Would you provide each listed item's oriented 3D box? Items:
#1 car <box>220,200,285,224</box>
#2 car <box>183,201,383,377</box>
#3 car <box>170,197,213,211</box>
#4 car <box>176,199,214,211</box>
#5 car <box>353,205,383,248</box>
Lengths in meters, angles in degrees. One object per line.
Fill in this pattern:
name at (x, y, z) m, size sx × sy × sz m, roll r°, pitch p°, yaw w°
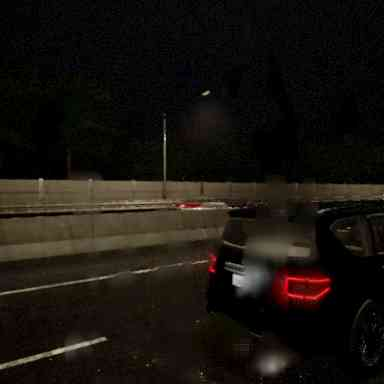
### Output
car at (4.503, 1.412, 24.387) m, size 4.892 × 1.490 × 1.837 m, roll 0°, pitch 0°, yaw -35°
car at (2.801, 1.195, 5.749) m, size 5.566 × 2.045 × 2.150 m, roll -1°, pitch 0°, yaw -36°
car at (0.258, 1.261, 29.957) m, size 4.553 × 1.767 × 2.097 m, roll 0°, pitch 0°, yaw -35°
car at (1.435, 1.515, 26.500) m, size 4.718 × 1.301 × 1.895 m, roll 0°, pitch 0°, yaw -35°
car at (9.361, 1.394, 14.712) m, size 5.008 × 1.535 × 1.882 m, roll 0°, pitch 0°, yaw -35°
